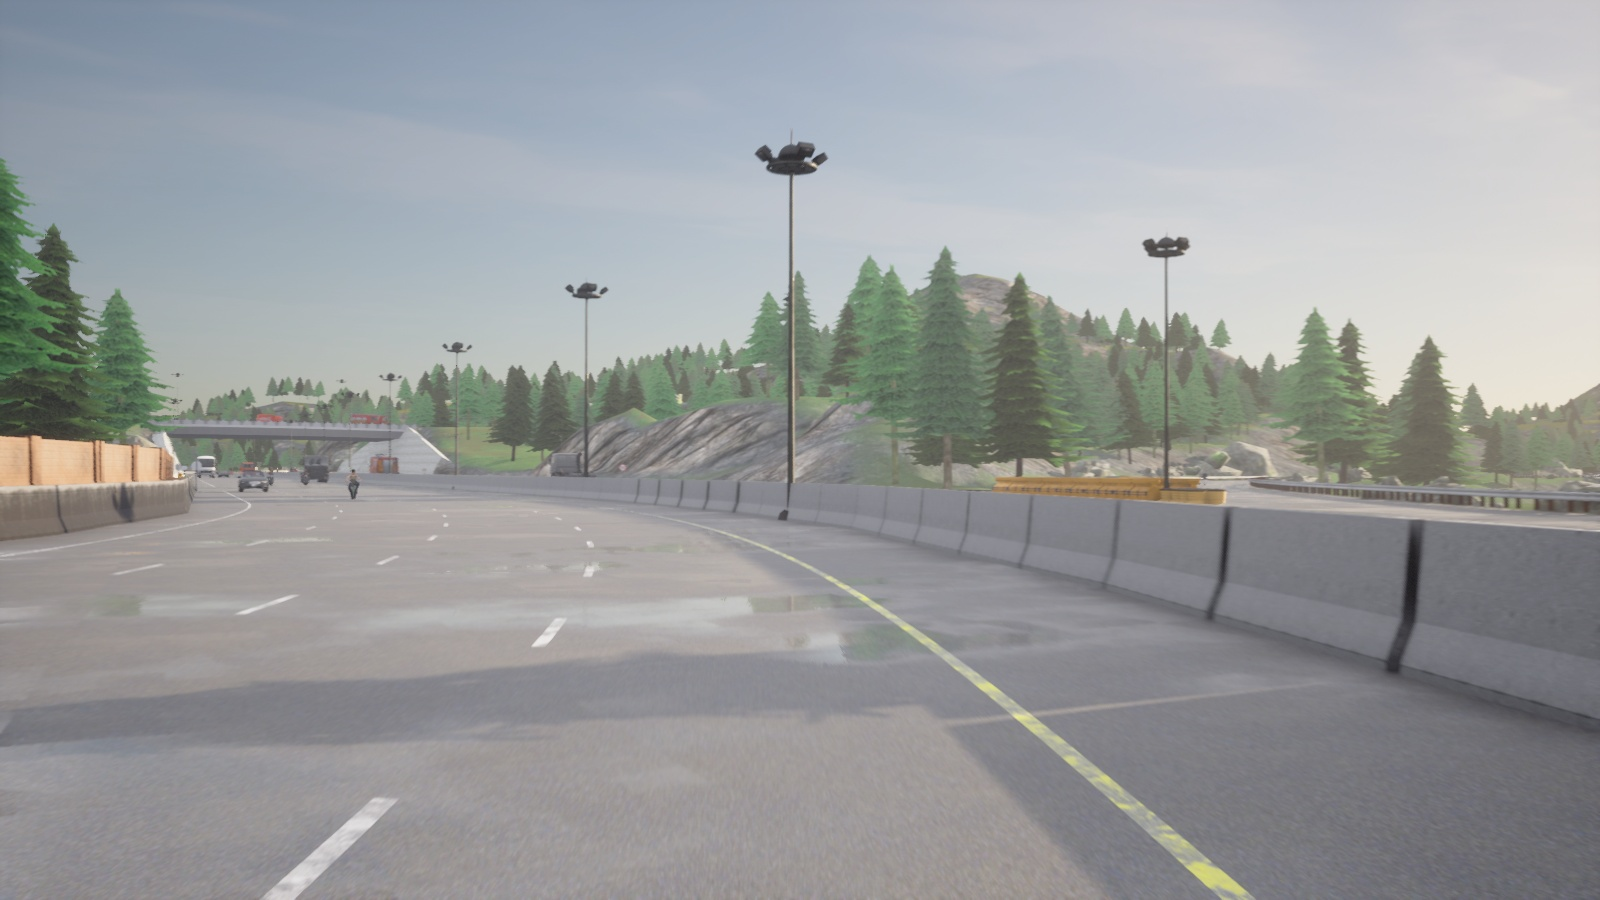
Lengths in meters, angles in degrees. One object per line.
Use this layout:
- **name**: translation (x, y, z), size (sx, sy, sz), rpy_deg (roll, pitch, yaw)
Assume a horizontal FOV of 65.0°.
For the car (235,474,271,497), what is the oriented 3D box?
- **car**: translation (-38.673, 2.498, 88.725), size (2.128, 1.511, 4.902), rpy_deg (0, -1, -26)
